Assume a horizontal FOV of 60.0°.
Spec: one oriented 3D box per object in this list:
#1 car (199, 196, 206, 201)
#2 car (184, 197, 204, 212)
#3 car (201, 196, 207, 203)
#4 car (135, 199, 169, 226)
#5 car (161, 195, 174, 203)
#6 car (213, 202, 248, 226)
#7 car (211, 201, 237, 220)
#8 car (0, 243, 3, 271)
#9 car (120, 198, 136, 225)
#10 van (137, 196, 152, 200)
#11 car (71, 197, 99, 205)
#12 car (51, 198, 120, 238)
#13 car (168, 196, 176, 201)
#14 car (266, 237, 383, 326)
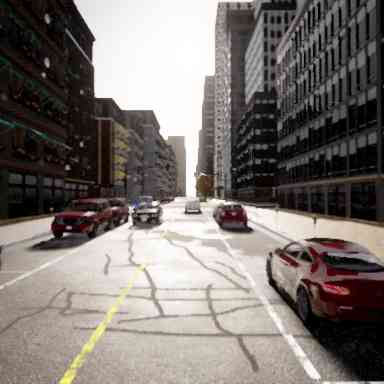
[{"bbox_3d":[2.686,1.789,89.543,1.752,1.417,4.829,0,0,0],"label":"car"},{"bbox_3d":[0.097,1.587,38.917,1.812,1.442,4.674,0,-1,0],"label":"car"},{"bbox_3d":[2.688,1.731,78.218,1.752,1.417,4.829,0,0,0],"label":"car"},{"bbox_3d":[-3.091,1.519,24.024,2.128,1.511,4.902,0,0,0],"label":"car"},{"bbox_3d":[-5.690,1.496,72.385,2.192,1.841,5.009,0,0,0],"label":"car"},{"bbox_3d":[2.704,1.466,23.410,1.967,1.590,4.097,1,0,0],"label":"car"},{"bbox_3d":[2.704,1.562,29.104,1.752,1.417,4.829,1,0,0],"label":"car"},{"bbox_3d":[-5.683,1.572,6.840,1.947,1.339,4.313,1,0,0],"label":"car"},{"bbox_3d":[-5.689,1.342,23.409,2.192,1.841,5.009,1,0,0],"label":"car"},{"bbox_3d":[-5.663,1.405,39.979,1.690,1.788,3.998,1,0,0],"label":"van"},{"bbox_3d":[-19.060,1.611,59.386,4.507,1.381,1.887,0,-1,0],"label":"car"},{"bbox_3d":[-5.686,1.334,17.887,2.192,1.841,5.009,1,0,0],"label":"car"},{"bbox_3d":[-5.695,1.878,95.034,1.802,1.307,4.206,0,0,0],"label":"car"},{"bbox_3d":[2.697,1.588,6.840,1.802,1.307,4.206,1,0,0],"label":"car"}]
